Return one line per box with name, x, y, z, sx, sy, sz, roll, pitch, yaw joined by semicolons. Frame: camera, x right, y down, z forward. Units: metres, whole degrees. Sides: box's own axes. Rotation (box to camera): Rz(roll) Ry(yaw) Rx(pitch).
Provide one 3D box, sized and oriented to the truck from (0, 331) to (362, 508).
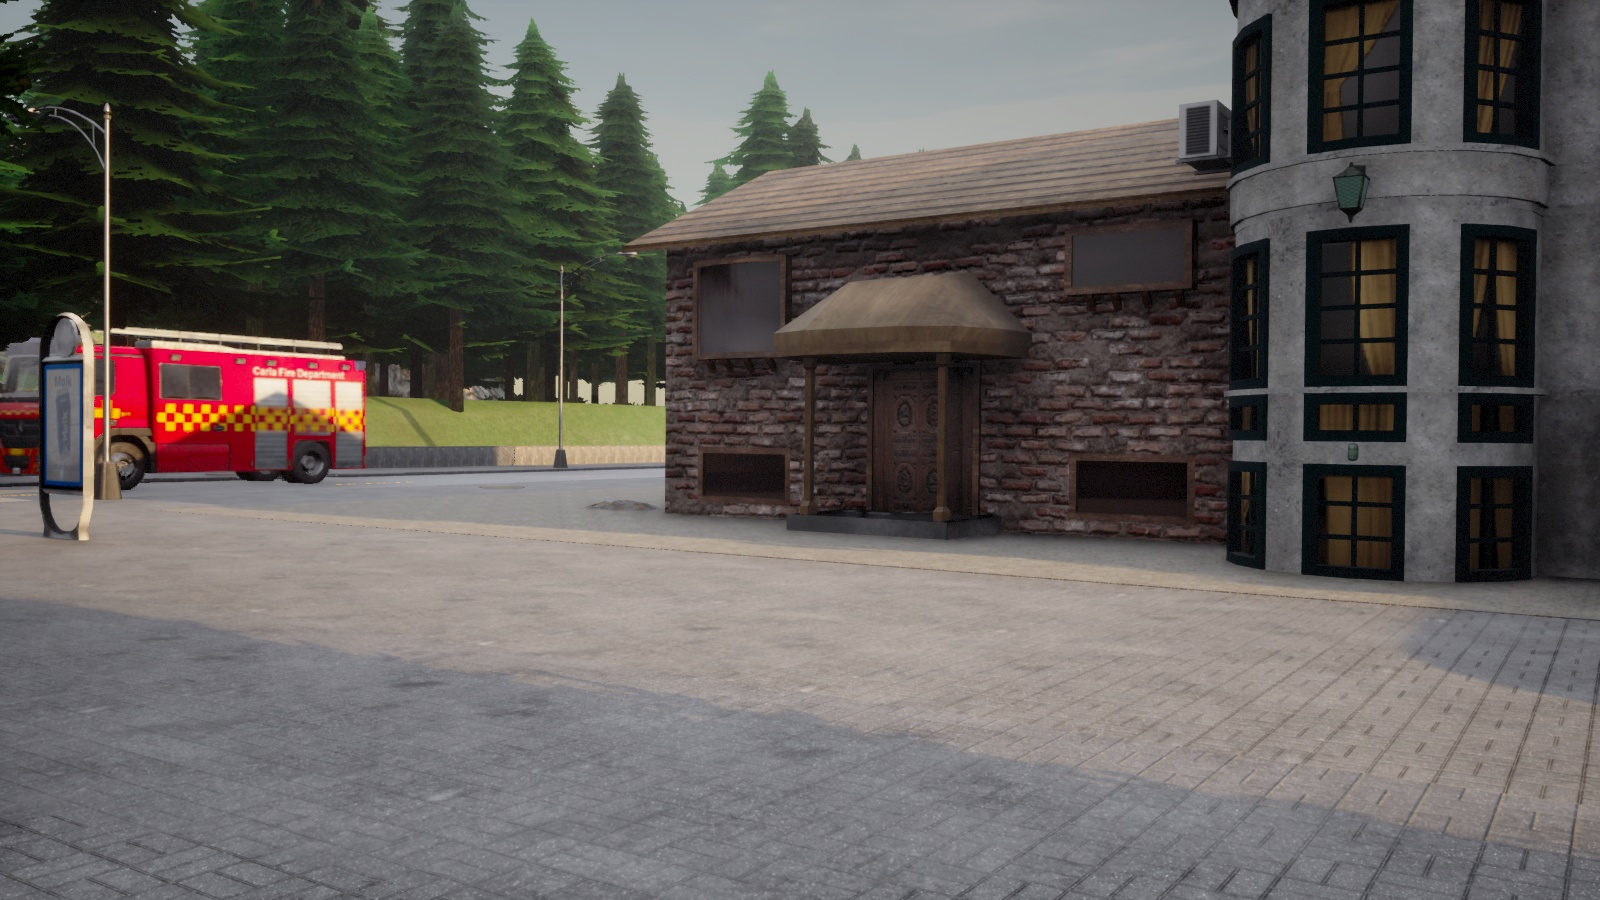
truck;-15.537;-0.723;31.597;2.891;3.827;8.468;0;1;34
